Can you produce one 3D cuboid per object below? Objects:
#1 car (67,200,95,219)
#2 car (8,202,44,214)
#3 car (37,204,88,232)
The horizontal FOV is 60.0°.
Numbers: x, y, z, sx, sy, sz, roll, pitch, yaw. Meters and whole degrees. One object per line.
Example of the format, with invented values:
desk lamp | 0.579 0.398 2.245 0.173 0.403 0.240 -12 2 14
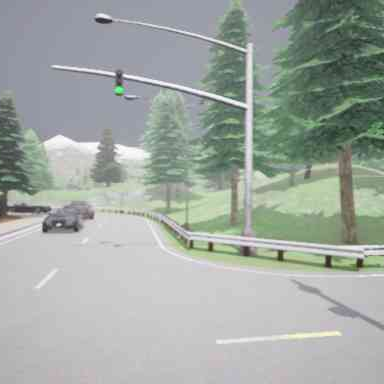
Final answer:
car | -10.308 1.525 30.198 2.097 1.767 4.553 1 -1 -29
car | -18.059 1.763 36.758 4.718 1.301 1.895 0 -1 5
car | -7.889 1.674 20.674 1.994 1.385 4.181 1 -1 -11
